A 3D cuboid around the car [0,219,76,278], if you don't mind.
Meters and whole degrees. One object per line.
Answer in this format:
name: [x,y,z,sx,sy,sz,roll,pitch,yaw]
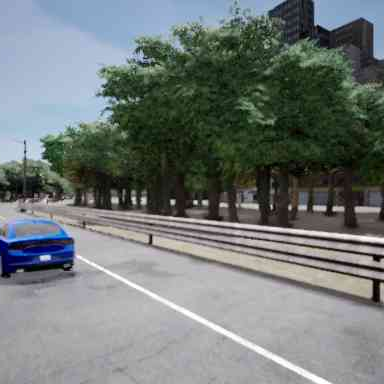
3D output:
car: [-5.283,1.626,10.828,1.882,1.535,5.008,1,-1,-35]
